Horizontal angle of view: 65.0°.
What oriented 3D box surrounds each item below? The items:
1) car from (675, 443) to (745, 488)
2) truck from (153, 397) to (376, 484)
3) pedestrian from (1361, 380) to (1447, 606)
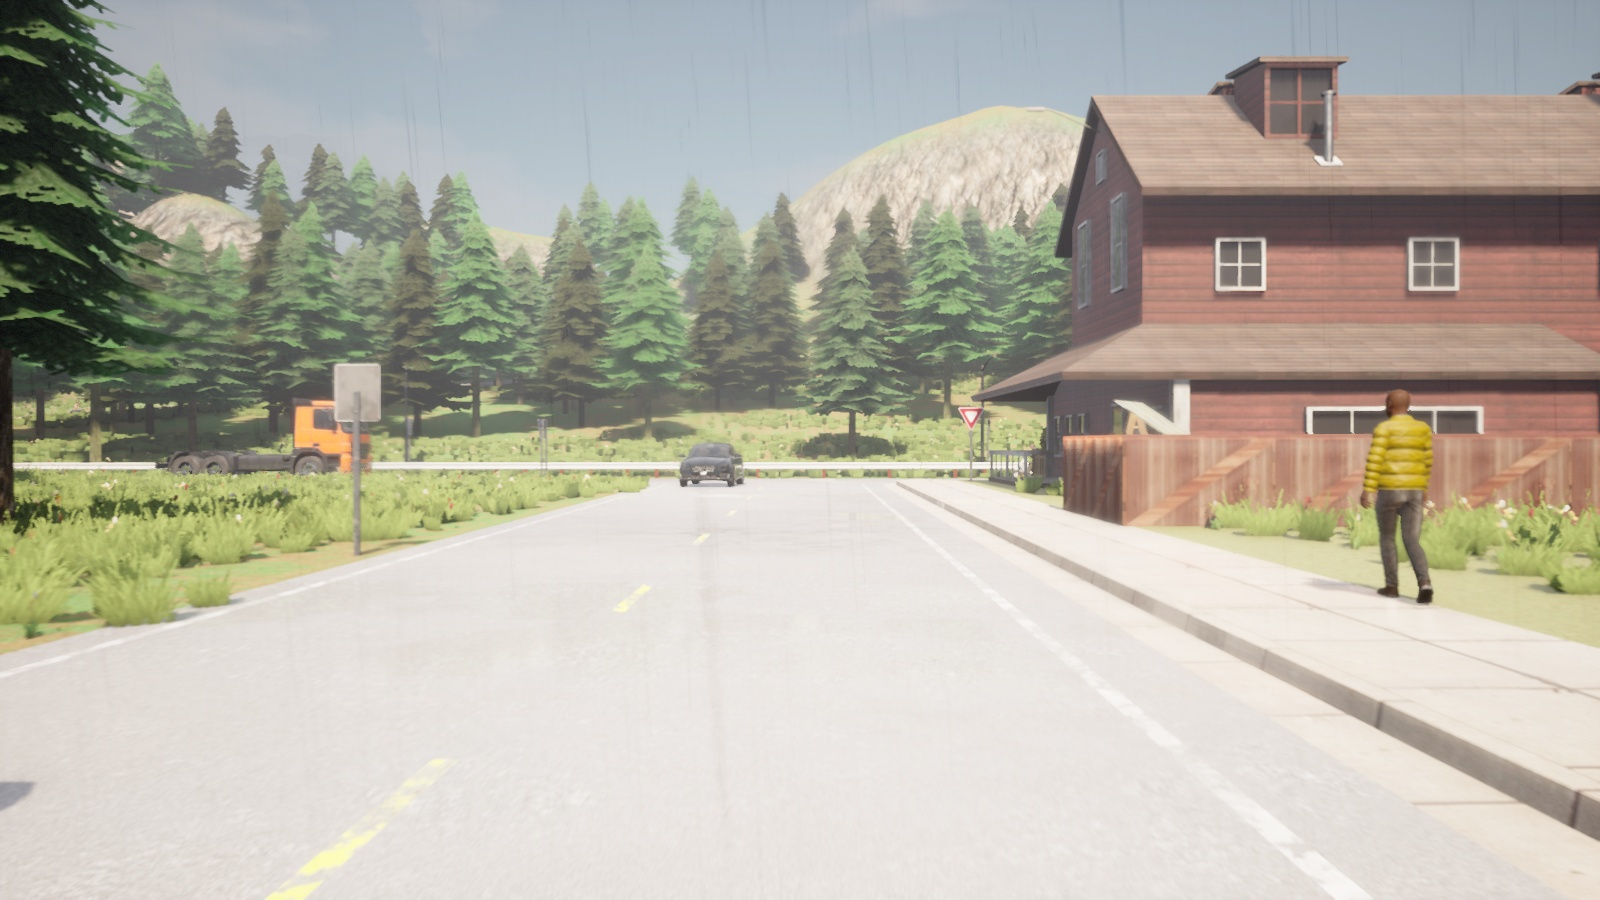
[{"bbox_3d":[-3.069,0.501,43.700,1.837,1.490,4.892,0,0,3],"label":"car"},{"bbox_3d":[-21.869,-0.404,51.552,7.936,3.462,2.891,0,0,0],"label":"truck"},{"bbox_3d":[5.070,0.346,10.566,0.370,1.835,0.726,0,0,1],"label":"pedestrian"}]
